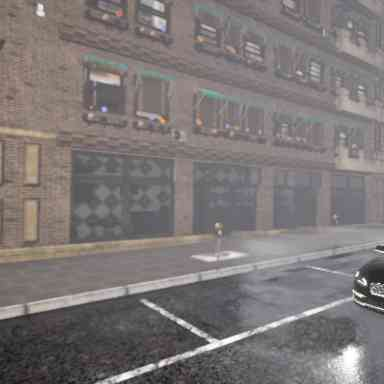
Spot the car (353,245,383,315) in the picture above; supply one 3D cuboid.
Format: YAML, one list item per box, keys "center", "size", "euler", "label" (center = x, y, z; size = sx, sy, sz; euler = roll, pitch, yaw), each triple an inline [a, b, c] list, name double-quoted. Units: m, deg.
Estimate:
- center: [5.201, 1.511, 6.766]
  size: [4.892, 1.490, 1.837]
  euler: [0, 0, -35]
  label: "car"
